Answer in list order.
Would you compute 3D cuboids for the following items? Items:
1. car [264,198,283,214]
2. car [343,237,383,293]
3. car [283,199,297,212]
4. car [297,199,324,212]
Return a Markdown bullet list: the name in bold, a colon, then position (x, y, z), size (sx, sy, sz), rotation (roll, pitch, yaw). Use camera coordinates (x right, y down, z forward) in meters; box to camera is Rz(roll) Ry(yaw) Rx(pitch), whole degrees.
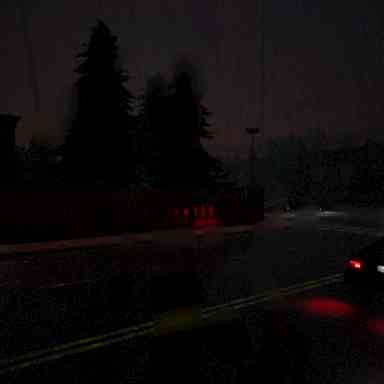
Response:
- **car**: position (6.806, 1.478, 35.411), size (1.882, 1.535, 5.008), rotation (0, 0, -35)
- **car**: position (5.770, 1.547, 7.888), size (5.357, 1.411, 2.033), rotation (0, 0, -35)
- **car**: position (9.060, 1.491, 38.287), size (2.128, 1.511, 4.902), rotation (0, 0, -35)
- **car**: position (12.744, 1.547, 39.139), size (2.033, 1.411, 5.357), rotation (0, 0, -35)
